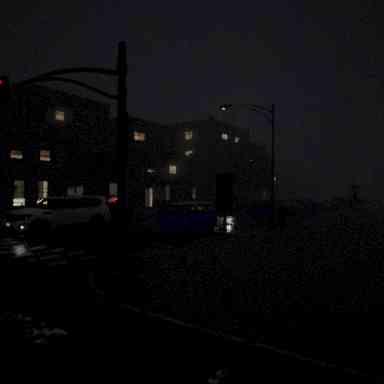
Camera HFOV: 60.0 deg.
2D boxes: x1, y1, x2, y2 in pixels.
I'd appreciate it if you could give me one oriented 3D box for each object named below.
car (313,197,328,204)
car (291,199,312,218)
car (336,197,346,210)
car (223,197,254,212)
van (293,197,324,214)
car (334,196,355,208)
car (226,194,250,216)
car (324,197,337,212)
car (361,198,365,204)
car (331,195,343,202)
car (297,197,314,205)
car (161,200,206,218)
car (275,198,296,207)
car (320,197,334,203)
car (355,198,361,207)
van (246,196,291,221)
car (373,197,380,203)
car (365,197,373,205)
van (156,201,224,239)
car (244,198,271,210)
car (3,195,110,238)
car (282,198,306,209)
[{"bbox_3d":[27.857,1.712,72.060,1.752,1.417,4.829,0,0,35],"label":"car"},{"bbox_3d":[9.393,1.646,31.228,1.887,1.381,4.507,0,0,35],"label":"car"},{"bbox_3d":[18.921,1.720,44.779,1.947,1.339,4.313,0,0,35],"label":"car"},{"bbox_3d":[5.726,1.490,40.581,1.967,1.590,4.097,0,0,35],"label":"car"},{"bbox_3d":[12.571,1.460,35.745,1.690,1.788,3.998,0,0,35],"label":"van"},{"bbox_3d":[22.099,1.488,49.297,2.192,1.841,5.009,0,0,35],"label":"car"},{"bbox_3d":[4.258,1.273,33.980,2.150,2.045,5.566,1,0,35],"label":"car"},{"bbox_3d":[15.844,1.662,40.402,1.752,1.417,4.829,0,0,35],"label":"car"},{"bbox_3d":[28.547,1.739,58.470,1.752,1.417,4.829,0,0,35],"label":"car"},{"bbox_3d":[37.483,1.696,85.750,1.967,1.590,4.097,0,0,35],"label":"car"},{"bbox_3d":[21.604,1.689,63.165,1.887,1.381,4.507,0,0,35],"label":"car"},{"bbox_3d":[-0.725,1.542,31.407,1.752,1.417,4.829,0,0,35],"label":"car"},{"bbox_3d":[15.252,1.649,54.131,1.887,1.381,4.507,0,0,35],"label":"car"},{"bbox_3d":[31.130,1.775,76.716,1.947,1.339,4.313,0,0,35],"label":"car"},{"bbox_3d":[25.275,1.507,53.814,2.192,1.841,5.009,0,0,35],"label":"car"},{"bbox_3d":[6.219,1.427,26.711,1.690,1.788,3.998,0,0,35],"label":"van"},{"bbox_3d":[44.328,1.890,80.916,1.947,1.339,4.313,0,0,35],"label":"car"},{"bbox_3d":[34.800,1.800,67.365,1.887,1.381,4.507,0,0,35],"label":"car"},{"bbox_3d":[-0.133,1.398,17.677,1.690,1.788,3.998,0,0,35],"label":"van"},{"bbox_3d":[8.901,1.612,45.098,1.887,1.381,4.507,0,0,35],"label":"car"},{"bbox_3d":[-7.098,1.220,18.136,2.150,2.045,5.566,1,0,39],"label":"car"},{"bbox_3d":[15.146,1.625,49.299,1.882,1.535,5.008,1,0,35],"label":"car"}]
